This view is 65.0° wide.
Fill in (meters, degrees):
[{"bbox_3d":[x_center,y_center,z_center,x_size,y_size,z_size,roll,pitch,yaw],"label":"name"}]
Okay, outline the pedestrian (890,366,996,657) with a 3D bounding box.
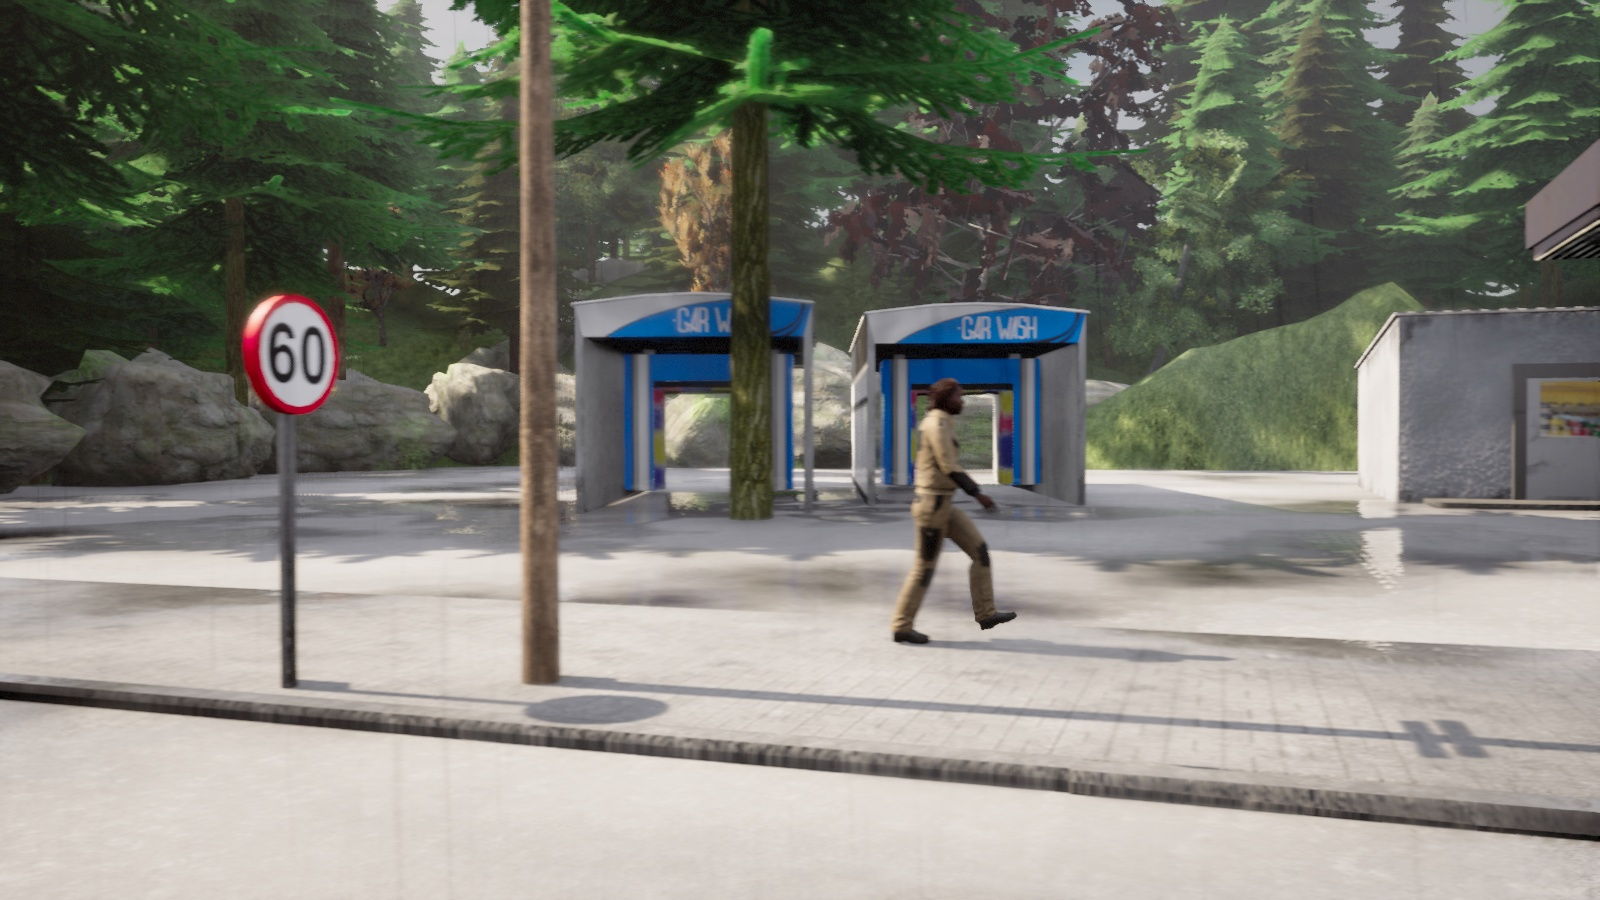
[{"bbox_3d":[0.977,0.403,8.568,0.692,1.930,0.396,0,1,8],"label":"pedestrian"}]
